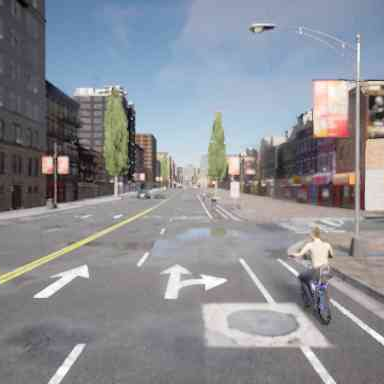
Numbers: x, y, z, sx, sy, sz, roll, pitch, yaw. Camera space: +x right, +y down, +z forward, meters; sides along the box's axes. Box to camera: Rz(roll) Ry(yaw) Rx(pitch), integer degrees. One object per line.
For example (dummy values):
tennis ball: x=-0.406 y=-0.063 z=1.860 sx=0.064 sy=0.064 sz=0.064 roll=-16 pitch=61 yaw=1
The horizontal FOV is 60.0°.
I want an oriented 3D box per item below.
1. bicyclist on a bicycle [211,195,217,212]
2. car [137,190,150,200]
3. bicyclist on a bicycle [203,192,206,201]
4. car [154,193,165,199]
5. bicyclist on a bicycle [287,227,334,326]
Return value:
bicyclist on a bicycle: x=2.260 y=1.228 z=34.691 sx=0.659 sy=1.776 sz=1.843 roll=0 pitch=1 yaw=0
car: x=-9.735 y=0.533 z=67.325 sx=2.150 sy=2.045 sz=5.566 roll=0 pitch=1 yaw=0
bicyclist on a bicycle: x=2.287 y=0.787 z=61.399 sx=0.866 sy=1.612 sz=1.509 roll=0 pitch=1 yaw=0
car: x=-6.485 y=0.821 z=67.360 sx=1.994 sy=1.385 sz=4.181 roll=0 pitch=1 yaw=0
bicyclist on a bicycle: x=2.235 y=1.433 z=6.098 sx=0.866 sy=1.612 sz=1.509 roll=0 pitch=0 yaw=0
